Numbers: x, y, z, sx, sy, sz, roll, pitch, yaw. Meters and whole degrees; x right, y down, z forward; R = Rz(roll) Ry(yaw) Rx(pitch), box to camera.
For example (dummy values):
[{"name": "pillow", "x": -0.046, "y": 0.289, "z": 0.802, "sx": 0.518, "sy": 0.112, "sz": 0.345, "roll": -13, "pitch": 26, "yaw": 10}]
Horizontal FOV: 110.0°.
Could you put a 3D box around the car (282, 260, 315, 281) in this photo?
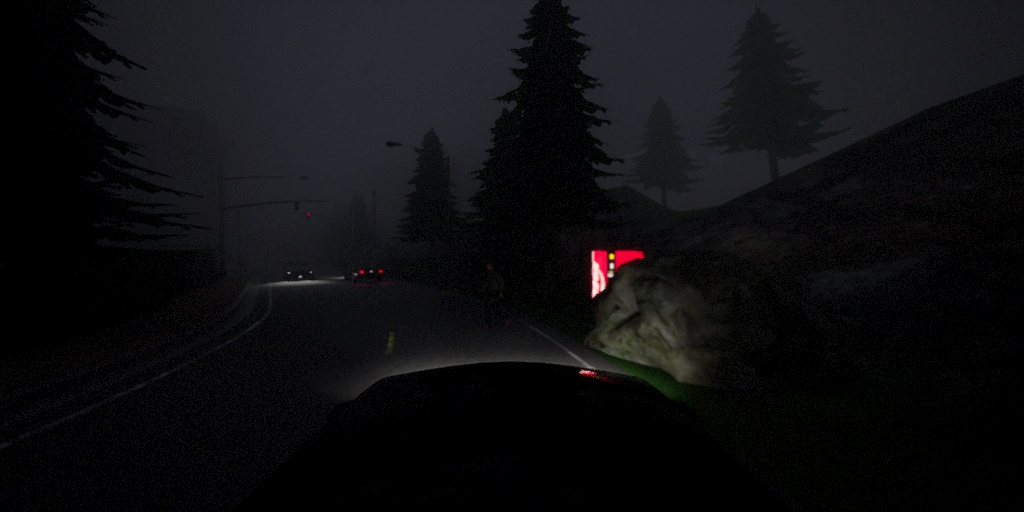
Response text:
[{"name": "car", "x": -16.107, "y": 1.020, "z": 26.980, "sx": 2.033, "sy": 1.411, "sz": 5.357, "roll": -1, "pitch": 1, "yaw": -34}]

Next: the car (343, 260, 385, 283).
[{"name": "car", "x": -10.385, "y": 1.014, "z": 24.969, "sx": 2.033, "sy": 1.411, "sz": 5.357, "roll": -1, "pitch": 1, "yaw": -34}]

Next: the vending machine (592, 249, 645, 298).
[{"name": "vending machine", "x": 2.556, "y": 0.823, "z": 8.738, "sx": 1.100, "sy": 2.100, "sz": 0.880, "roll": 0, "pitch": 0, "yaw": -15}]

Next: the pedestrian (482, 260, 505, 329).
[{"name": "pedestrian", "x": -0.483, "y": 0.933, "z": 9.243, "sx": 0.375, "sy": 1.860, "sz": 0.375, "roll": -1, "pitch": 1, "yaw": -17}]
